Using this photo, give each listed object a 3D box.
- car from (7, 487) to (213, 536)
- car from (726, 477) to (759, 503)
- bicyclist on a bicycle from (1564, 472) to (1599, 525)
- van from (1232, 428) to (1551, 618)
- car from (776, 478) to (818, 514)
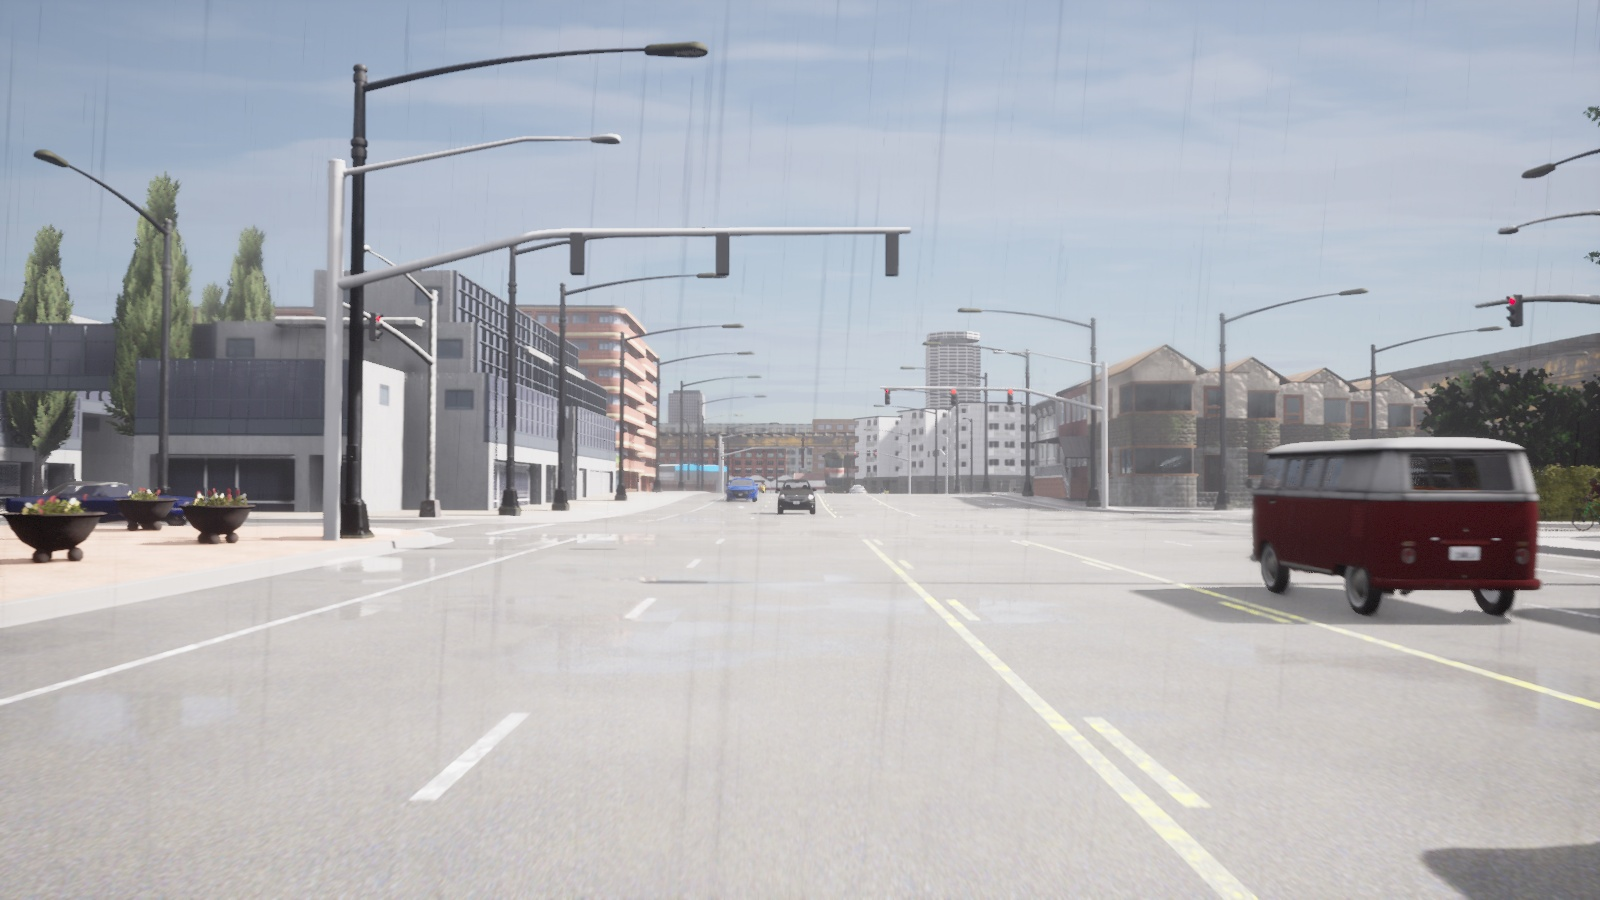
[{"bbox_3d":[-19.251,1.701,35.177,4.718,1.301,1.895,0,-2,0],"label":"car"},{"bbox_3d":[-3.691,2.580,81.068,1.882,1.535,5.008,0,0,0],"label":"car"},{"bbox_3d":[24.419,1.480,38.444,1.656,1.620,0.582,-1,-2,0],"label":"bicyclist on a bicycle"},{"bbox_3d":[6.962,0.805,15.377,1.775,1.987,4.442,0,-1,0],"label":"van"},{"bbox_3d":[-0.136,2.086,57.551,1.851,1.617,3.988,0,-2,0],"label":"car"}]
